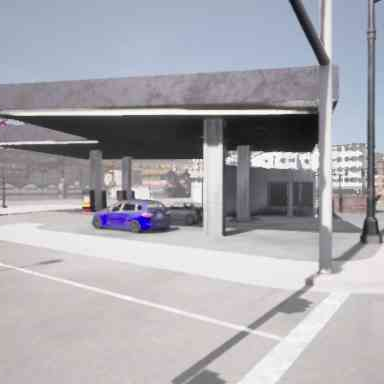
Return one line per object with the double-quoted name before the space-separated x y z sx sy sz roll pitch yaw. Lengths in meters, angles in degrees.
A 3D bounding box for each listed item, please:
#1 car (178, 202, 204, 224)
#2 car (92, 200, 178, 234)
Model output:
"car" -0.700 1.423 23.353 3.806 1.475 1.970 0 0 36
"car" -3.416 1.264 18.233 4.611 1.667 2.242 0 0 36
